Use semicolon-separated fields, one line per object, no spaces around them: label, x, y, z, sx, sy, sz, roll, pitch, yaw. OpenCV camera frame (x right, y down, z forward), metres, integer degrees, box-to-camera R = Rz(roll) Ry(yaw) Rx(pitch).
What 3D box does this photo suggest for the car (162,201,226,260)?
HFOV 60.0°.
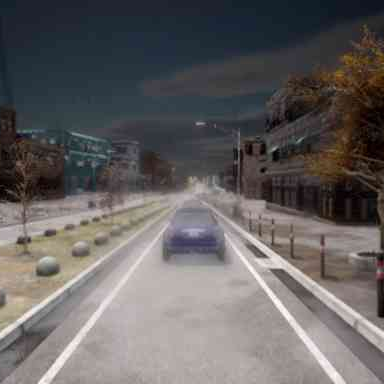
car;0.070;1.384;12.779;2.097;1.767;4.553;0;0;0
